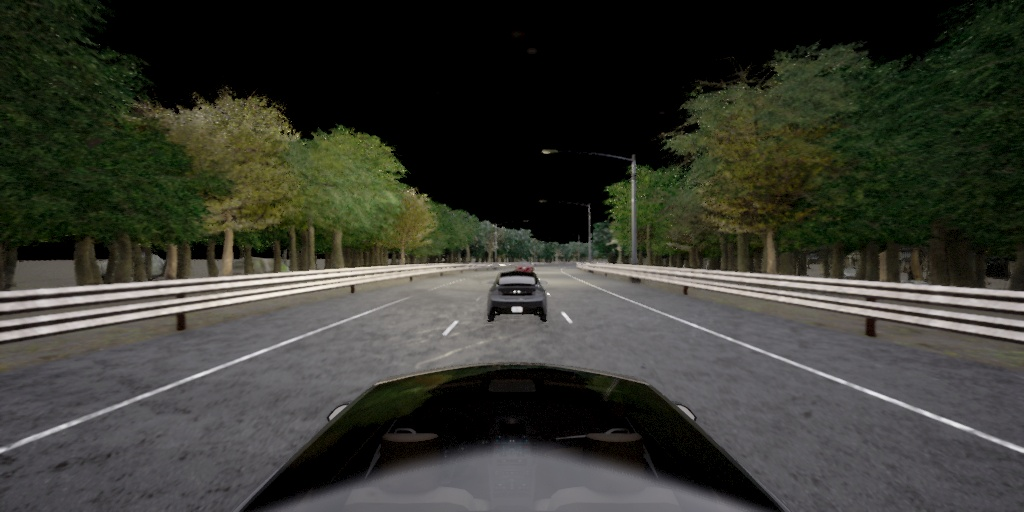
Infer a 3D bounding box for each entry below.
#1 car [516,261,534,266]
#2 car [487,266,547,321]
[{"bbox_3d":[1.557,1.383,42.390,2.097,1.767,4.553,0,-1,4],"label":"car"},{"bbox_3d":[0.186,1.280,12.582,1.837,1.490,4.892,0,0,1],"label":"car"}]
